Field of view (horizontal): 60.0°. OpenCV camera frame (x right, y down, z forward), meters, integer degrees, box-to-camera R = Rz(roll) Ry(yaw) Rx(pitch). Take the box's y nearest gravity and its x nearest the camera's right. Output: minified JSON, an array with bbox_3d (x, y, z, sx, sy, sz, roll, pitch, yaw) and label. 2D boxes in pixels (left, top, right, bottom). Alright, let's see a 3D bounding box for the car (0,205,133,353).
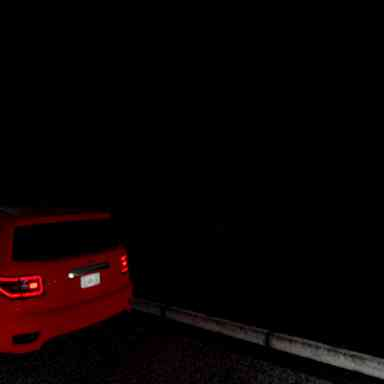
[{"bbox_3d":[-3.522,1.247,5.887,5.566,2.045,2.150,0,0,35],"label":"car"}]
